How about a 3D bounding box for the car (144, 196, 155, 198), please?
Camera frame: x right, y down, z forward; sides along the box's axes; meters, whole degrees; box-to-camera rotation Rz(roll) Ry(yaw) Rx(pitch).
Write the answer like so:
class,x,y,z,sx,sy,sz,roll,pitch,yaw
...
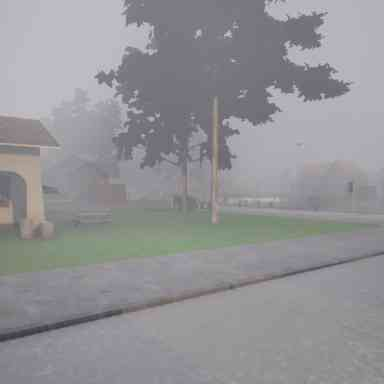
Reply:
class,x,y,z,sx,sy,sz,roll,pitch,yaw
car,-8.966,1.526,69.253,1.812,1.442,4.674,0,0,-36
